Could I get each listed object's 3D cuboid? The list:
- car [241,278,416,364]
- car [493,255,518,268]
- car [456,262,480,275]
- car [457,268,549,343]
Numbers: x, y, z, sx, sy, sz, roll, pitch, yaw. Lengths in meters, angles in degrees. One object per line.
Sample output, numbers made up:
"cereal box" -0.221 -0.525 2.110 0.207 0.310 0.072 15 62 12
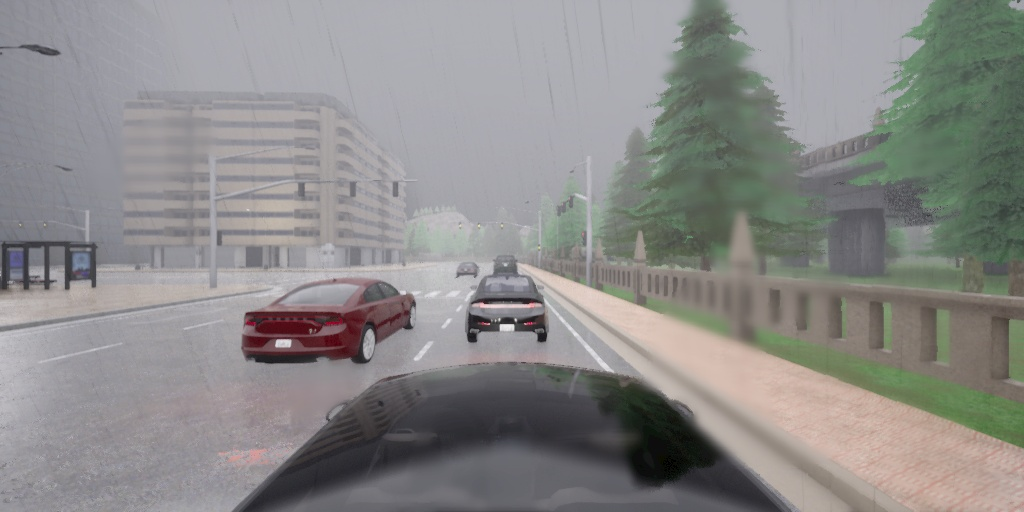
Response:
"car" -3.596 1.221 8.105 1.882 1.535 5.008 0 0 0
"car" -0.633 0.937 34.845 2.150 2.045 5.566 0 0 -1
"car" -4.114 1.279 33.878 2.033 1.411 5.357 0 0 -1
"car" -0.128 1.233 9.667 2.128 1.511 4.902 0 0 -1
